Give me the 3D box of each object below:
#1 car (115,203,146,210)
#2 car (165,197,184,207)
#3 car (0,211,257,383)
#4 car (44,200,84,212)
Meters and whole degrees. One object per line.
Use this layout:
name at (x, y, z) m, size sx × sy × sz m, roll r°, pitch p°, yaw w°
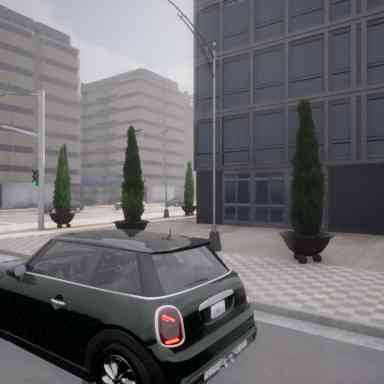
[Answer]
car at (-8.157, 1.581, 44.293) m, size 1.812 × 1.442 × 4.674 m, roll 0°, pitch 0°, yaw 35°
car at (-2.208, 1.560, 52.712) m, size 1.837 × 1.490 × 4.892 m, roll 0°, pitch 0°, yaw 35°
car at (-1.433, 1.352, 5.015) m, size 4.553 × 1.767 × 2.097 m, roll 0°, pitch 0°, yaw 35°
car at (-14.052, 1.560, 35.953) m, size 1.837 × 1.490 × 4.892 m, roll 0°, pitch 0°, yaw 35°
